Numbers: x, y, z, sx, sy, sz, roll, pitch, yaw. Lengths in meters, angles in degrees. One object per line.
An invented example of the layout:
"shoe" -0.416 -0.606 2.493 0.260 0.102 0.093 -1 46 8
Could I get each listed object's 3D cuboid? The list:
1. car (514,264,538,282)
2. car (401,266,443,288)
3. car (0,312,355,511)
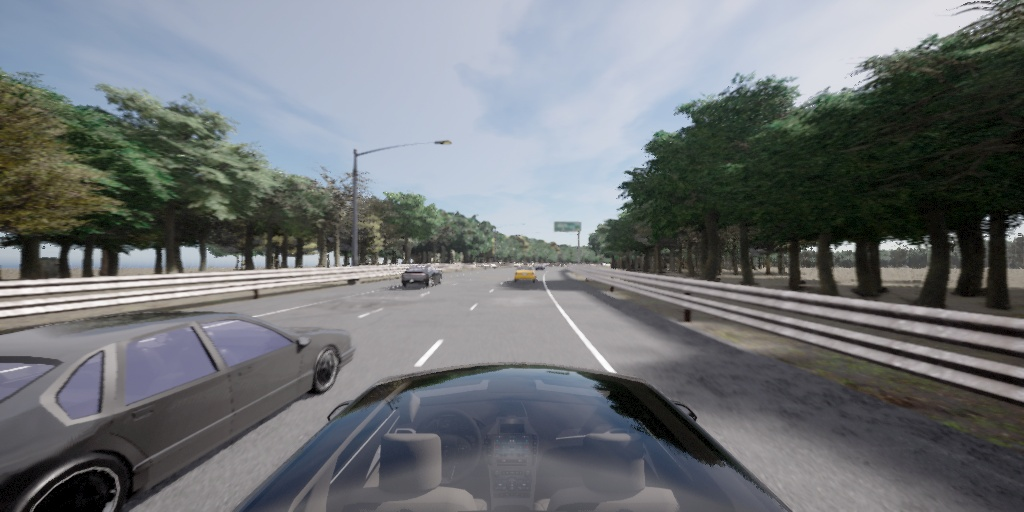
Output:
"car" 1.211 1.478 32.085 1.801 1.575 5.366 0 -1 4
"car" -6.294 1.419 25.576 2.128 1.511 4.902 0 -1 4
"car" -3.645 1.296 3.639 2.033 1.411 5.357 0 0 2
